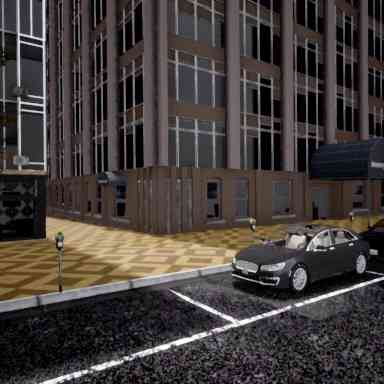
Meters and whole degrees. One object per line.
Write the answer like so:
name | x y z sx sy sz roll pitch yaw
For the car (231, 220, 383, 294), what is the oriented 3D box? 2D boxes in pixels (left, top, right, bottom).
car | 2.963 1.549 8.694 4.403 1.369 2.008 0 -1 -36

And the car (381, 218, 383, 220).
car | 7.587 1.563 11.999 4.313 1.339 1.947 0 -1 -36
